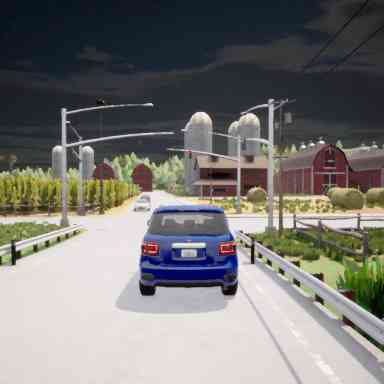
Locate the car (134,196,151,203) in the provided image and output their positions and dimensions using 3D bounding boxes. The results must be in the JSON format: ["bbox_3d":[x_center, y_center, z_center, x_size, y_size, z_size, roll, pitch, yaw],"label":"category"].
[{"bbox_3d":[-5.933,1.590,39.681,1.812,1.442,4.674,0,1,-6],"label":"car"}]

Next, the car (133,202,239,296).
[{"bbox_3d":[-0.109,1.369,9.145,2.150,2.045,5.566,0,-2,-1],"label":"car"}]

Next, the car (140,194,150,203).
[{"bbox_3d":[-8.796,1.230,62.868,1.812,1.442,4.674,0,1,-7],"label":"car"}]
